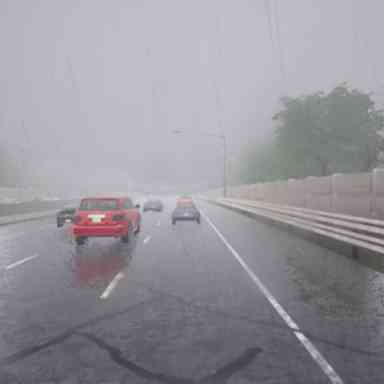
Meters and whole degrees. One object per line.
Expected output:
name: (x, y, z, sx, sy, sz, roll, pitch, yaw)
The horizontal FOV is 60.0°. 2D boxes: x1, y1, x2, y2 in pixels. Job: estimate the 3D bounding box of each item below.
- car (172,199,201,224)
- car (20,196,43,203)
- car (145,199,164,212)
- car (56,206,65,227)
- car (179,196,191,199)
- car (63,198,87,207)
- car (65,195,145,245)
car: (-0.426, 1.453, 24.075, 1.994, 1.385, 4.181, 0, 0, -1)
car: (-25.709, 1.444, 53.422, 1.837, 1.490, 4.892, 0, 0, -1)
car: (-4.222, 1.476, 36.973, 1.994, 1.385, 4.181, 0, 0, -1)
car: (-7.378, 1.449, 22.076, 1.837, 1.490, 4.892, 0, 0, -1)
car: (-0.848, 1.251, 42.239, 2.097, 1.767, 4.553, 0, 0, -1)
car: (-18.710, 1.641, 53.583, 2.033, 1.411, 5.357, 0, 0, -1)
car: (-3.726, 1.165, 15.456, 2.150, 2.045, 5.566, 0, 0, -1)
